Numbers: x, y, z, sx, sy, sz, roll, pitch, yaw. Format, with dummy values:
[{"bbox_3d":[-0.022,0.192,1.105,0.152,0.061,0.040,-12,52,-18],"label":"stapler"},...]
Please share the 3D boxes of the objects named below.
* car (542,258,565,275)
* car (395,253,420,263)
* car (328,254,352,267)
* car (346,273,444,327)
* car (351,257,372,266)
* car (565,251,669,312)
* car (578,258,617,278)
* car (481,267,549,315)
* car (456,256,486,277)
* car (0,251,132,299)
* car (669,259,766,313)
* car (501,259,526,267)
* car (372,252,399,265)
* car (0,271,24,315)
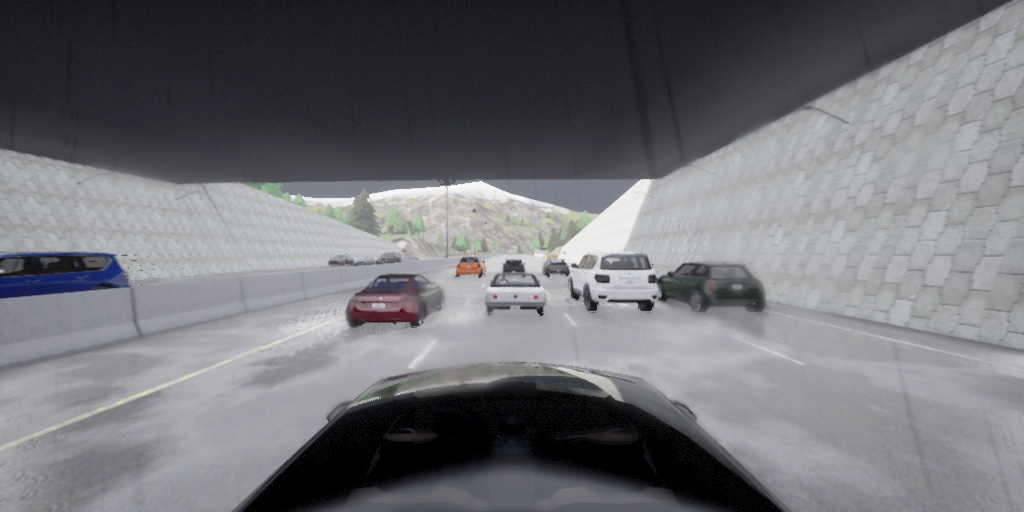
[{"bbox_3d":[3.632,0.941,30.322,2.128,1.511,4.902,0,1,0],"label":"car"},{"bbox_3d":[-14.014,0.753,49.304,1.837,1.490,4.892,0,1,0],"label":"car"},{"bbox_3d":[-24.494,0.575,51.556,2.097,1.767,4.553,0,1,1],"label":"car"},{"bbox_3d":[-3.395,1.214,11.141,1.994,1.385,4.181,0,1,0],"label":"car"},{"bbox_3d":[-20.996,0.782,52.013,1.994,1.385,4.181,0,1,1],"label":"car"},{"bbox_3d":[3.608,0.846,13.663,2.150,2.045,5.566,0,1,0],"label":"car"},{"bbox_3d":[7.132,0.942,30.313,2.128,1.511,4.902,0,1,0],"label":"car"},{"bbox_3d":[0.107,1.233,12.966,1.895,1.301,4.718,0,1,0],"label":"car"},{"bbox_3d":[-3.368,0.804,30.057,2.097,1.767,4.553,0,1,0],"label":"car"},{"bbox_3d":[-14.094,0.884,9.880,2.150,2.045,5.566,0,1,0],"label":"car"},{"bbox_3d":[7.107,0.980,13.433,2.097,1.767,4.553,0,1,0],"label":"car"},{"bbox_3d":[0.133,0.953,30.393,1.837,1.490,4.892,0,1,0],"label":"car"},{"bbox_3d":[-17.502,0.447,51.385,2.150,2.045,5.566,0,1,1],"label":"car"},{"bbox_3d":[-17.595,1.224,10.094,1.994,1.385,4.181,0,1,0],"label":"car"}]
